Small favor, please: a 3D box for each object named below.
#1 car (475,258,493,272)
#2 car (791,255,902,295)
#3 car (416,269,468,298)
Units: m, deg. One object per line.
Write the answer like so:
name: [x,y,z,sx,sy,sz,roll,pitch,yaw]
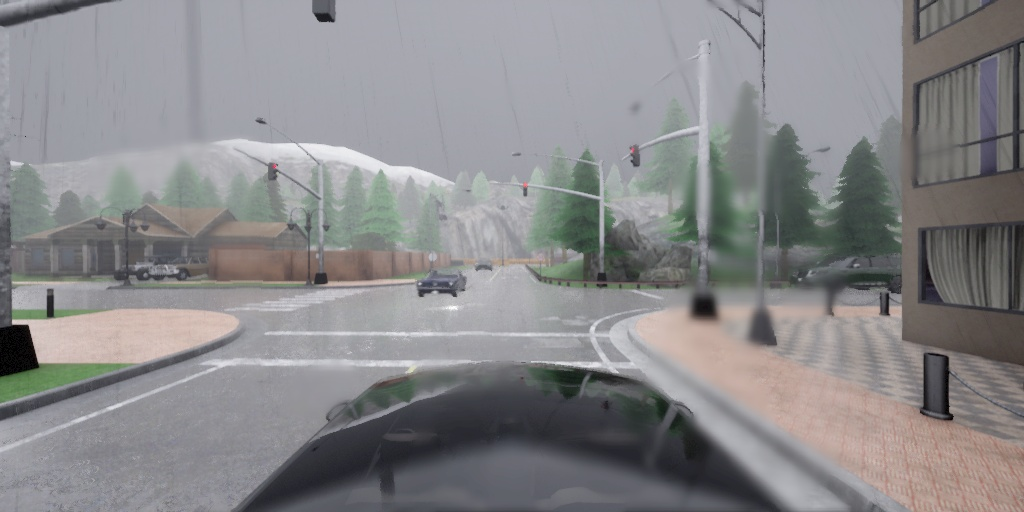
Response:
car: [-3.501,1.011,45.477,2.097,1.767,4.553,0,0,0]
car: [18.509,0.969,19.522,5.566,2.045,2.150,0,0,0]
car: [-3.504,1.344,18.588,1.895,1.301,4.718,0,0,0]
